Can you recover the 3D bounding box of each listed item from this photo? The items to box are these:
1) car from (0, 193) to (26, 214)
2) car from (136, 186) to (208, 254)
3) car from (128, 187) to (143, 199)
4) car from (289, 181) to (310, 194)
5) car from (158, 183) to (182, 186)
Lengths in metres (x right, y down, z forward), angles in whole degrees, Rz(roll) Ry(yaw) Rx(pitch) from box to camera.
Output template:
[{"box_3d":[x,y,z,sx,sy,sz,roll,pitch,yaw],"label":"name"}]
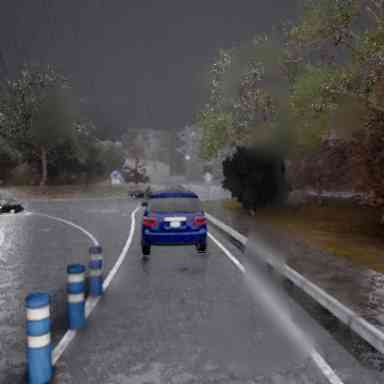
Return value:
[{"box_3d":[-13.804,0.763,23.134,5.357,1.411,2.033,2,4,35],"label":"car"},{"box_3d":[-0.756,0.964,12.673,2.150,2.045,5.566,0,2,-5],"label":"car"},{"box_3d":[-4.219,0.083,34.758,4.718,1.301,1.895,-3,5,-44],"label":"car"},{"box_3d":[13.157,-0.600,43.842,4.553,1.767,2.097,2,3,-9],"label":"car"},{"box_3d":[-1.731,-0.063,33.099,4.553,1.767,2.097,-4,5,-45],"label":"car"}]
